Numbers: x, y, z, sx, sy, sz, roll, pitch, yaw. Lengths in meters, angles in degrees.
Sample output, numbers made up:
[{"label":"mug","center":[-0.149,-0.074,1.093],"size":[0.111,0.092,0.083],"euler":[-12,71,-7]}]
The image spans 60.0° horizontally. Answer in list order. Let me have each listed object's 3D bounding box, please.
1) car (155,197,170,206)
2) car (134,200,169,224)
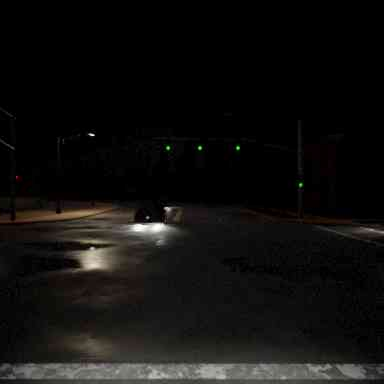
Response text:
[{"label":"car","center":[-4.575,1.475,50.521],"size":[1.837,1.490,4.892],"euler":[1,0,-13]},{"label":"car","center":[-3.017,1.561,24.711],"size":[1.994,1.385,4.181],"euler":[0,0,0]}]
